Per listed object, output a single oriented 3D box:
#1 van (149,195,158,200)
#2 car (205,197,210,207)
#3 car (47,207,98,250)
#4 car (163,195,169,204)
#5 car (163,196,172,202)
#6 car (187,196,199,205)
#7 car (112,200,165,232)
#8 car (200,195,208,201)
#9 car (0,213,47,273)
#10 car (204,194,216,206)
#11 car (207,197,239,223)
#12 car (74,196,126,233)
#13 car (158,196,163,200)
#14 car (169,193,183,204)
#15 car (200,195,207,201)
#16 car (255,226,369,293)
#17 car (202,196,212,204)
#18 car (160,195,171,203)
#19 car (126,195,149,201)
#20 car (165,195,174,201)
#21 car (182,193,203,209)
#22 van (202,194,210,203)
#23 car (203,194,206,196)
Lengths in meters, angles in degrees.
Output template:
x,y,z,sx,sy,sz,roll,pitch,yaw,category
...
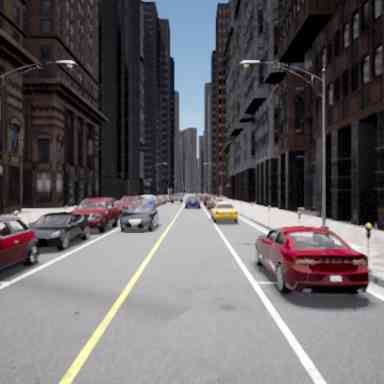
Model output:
x,y,z,sx,sy,sz,roll,pitch,yaw,category
-5.653,1.307,42.276,1.690,1.788,3.998,0,0,0,van
2.858,1.518,36.666,2.008,1.369,4.403,0,0,0,car
-5.724,1.552,14.268,1.947,1.339,4.313,0,0,0,car
-5.611,1.400,59.082,1.967,1.590,4.097,0,0,0,car
-5.570,1.537,75.886,1.802,1.307,4.206,0,0,0,car
0.153,1.450,60.704,2.128,1.511,4.902,0,0,0,car
-3.049,1.472,20.164,2.128,1.511,4.902,0,0,0,car
2.970,1.535,81.484,1.802,1.307,4.206,0,0,0,car
-5.737,1.432,8.666,1.967,1.590,4.097,0,0,0,car
2.872,1.404,42.269,1.967,1.590,4.097,0,0,0,car
2.415,1.433,25.504,1.801,1.575,5.366,0,0,0,car
-5.709,1.296,19.870,2.192,1.841,5.009,0,0,0,car
-5.640,1.489,47.708,1.752,1.417,4.829,0,0,0,car
-2.838,1.285,64.272,2.150,2.045,5.566,0,0,0,car
2.984,1.534,87.085,1.802,1.307,4.206,0,0,0,car
2.788,1.536,8.656,1.887,1.381,4.507,0,0,0,car
2.928,1.482,64.847,1.752,1.417,4.829,0,0,0,car
-5.583,1.397,70.285,1.967,1.590,4.097,0,0,0,car
-5.681,1.287,31.073,2.192,1.841,5.009,0,0,0,car
-5.556,1.520,81.488,1.947,1.339,4.313,0,0,0,car
0.138,1.315,45.845,2.097,1.767,4.553,0,0,1,car
2.942,1.296,70.279,1.690,1.788,3.998,0,0,0,van
2.900,1.275,53.473,2.192,1.841,5.009,0,0,0,car
